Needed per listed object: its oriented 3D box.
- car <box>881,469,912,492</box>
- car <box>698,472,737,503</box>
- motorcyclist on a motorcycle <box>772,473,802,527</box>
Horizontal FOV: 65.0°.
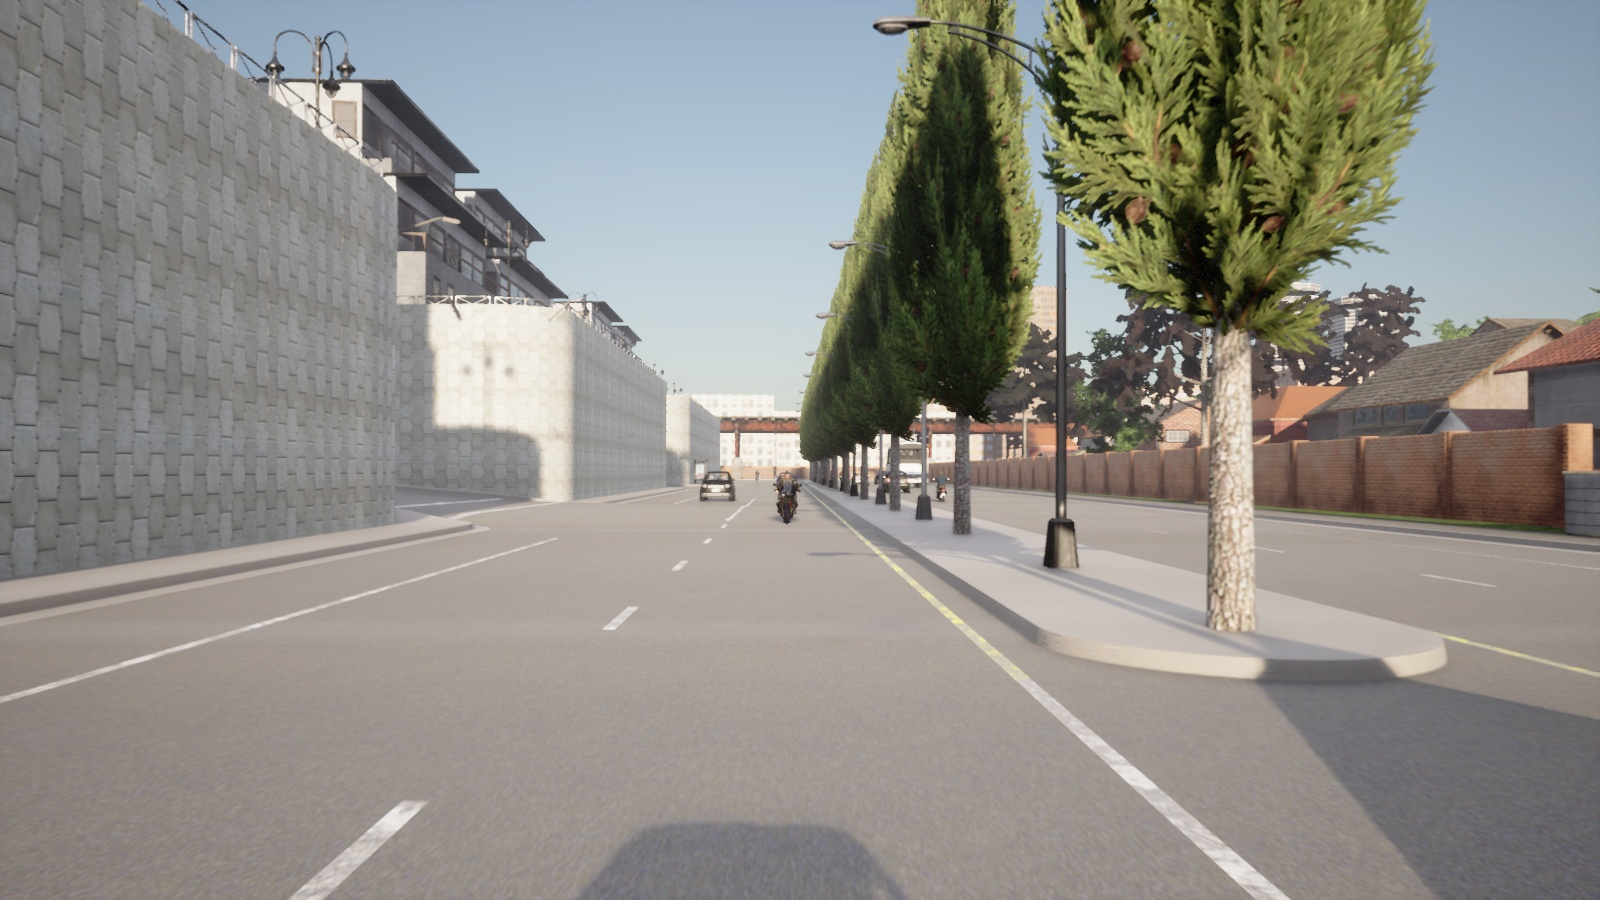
[{"bbox_3d":[7.017,2.220,91.719,1.851,1.617,3.988,0,-1,-1],"label":"car"},{"bbox_3d":[-4.176,1.880,63.934,1.789,1.549,3.705,0,-1,-1],"label":"car"},{"bbox_3d":[-0.381,1.463,37.421,0.866,1.530,2.191,0,0,-1],"label":"motorcyclist on a motorcycle"}]
